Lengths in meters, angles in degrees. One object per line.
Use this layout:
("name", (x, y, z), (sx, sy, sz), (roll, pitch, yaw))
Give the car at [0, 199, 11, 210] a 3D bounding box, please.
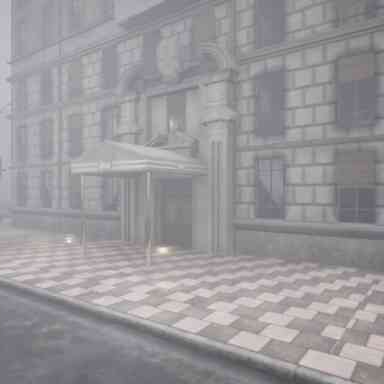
("car", (-24.157, 1.526, 40.180), (1.812, 1.442, 4.674), (0, 0, 36))
